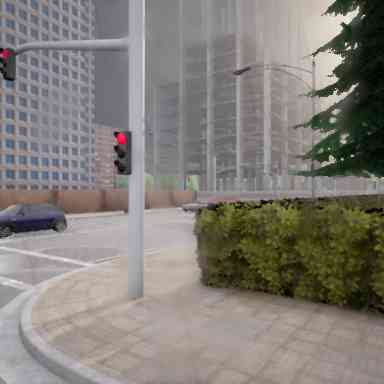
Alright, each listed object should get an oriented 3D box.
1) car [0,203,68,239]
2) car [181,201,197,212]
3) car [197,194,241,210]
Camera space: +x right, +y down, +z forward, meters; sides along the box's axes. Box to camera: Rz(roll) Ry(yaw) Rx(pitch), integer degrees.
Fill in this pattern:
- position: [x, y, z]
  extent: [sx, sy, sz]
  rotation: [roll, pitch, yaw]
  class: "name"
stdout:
- position: [-9.186, 1.405, 18.006]
  extent: [2.097, 1.767, 4.553]
  rotation: [0, 0, 35]
  class: "car"
- position: [0.841, 1.653, 38.072]
  extent: [1.895, 1.301, 4.718]
  rotation: [0, 0, 36]
  class: "car"
- position: [3.304, 1.276, 35.502]
  extent: [2.150, 2.045, 5.566]
  rotation: [0, 0, 36]
  class: "car"
